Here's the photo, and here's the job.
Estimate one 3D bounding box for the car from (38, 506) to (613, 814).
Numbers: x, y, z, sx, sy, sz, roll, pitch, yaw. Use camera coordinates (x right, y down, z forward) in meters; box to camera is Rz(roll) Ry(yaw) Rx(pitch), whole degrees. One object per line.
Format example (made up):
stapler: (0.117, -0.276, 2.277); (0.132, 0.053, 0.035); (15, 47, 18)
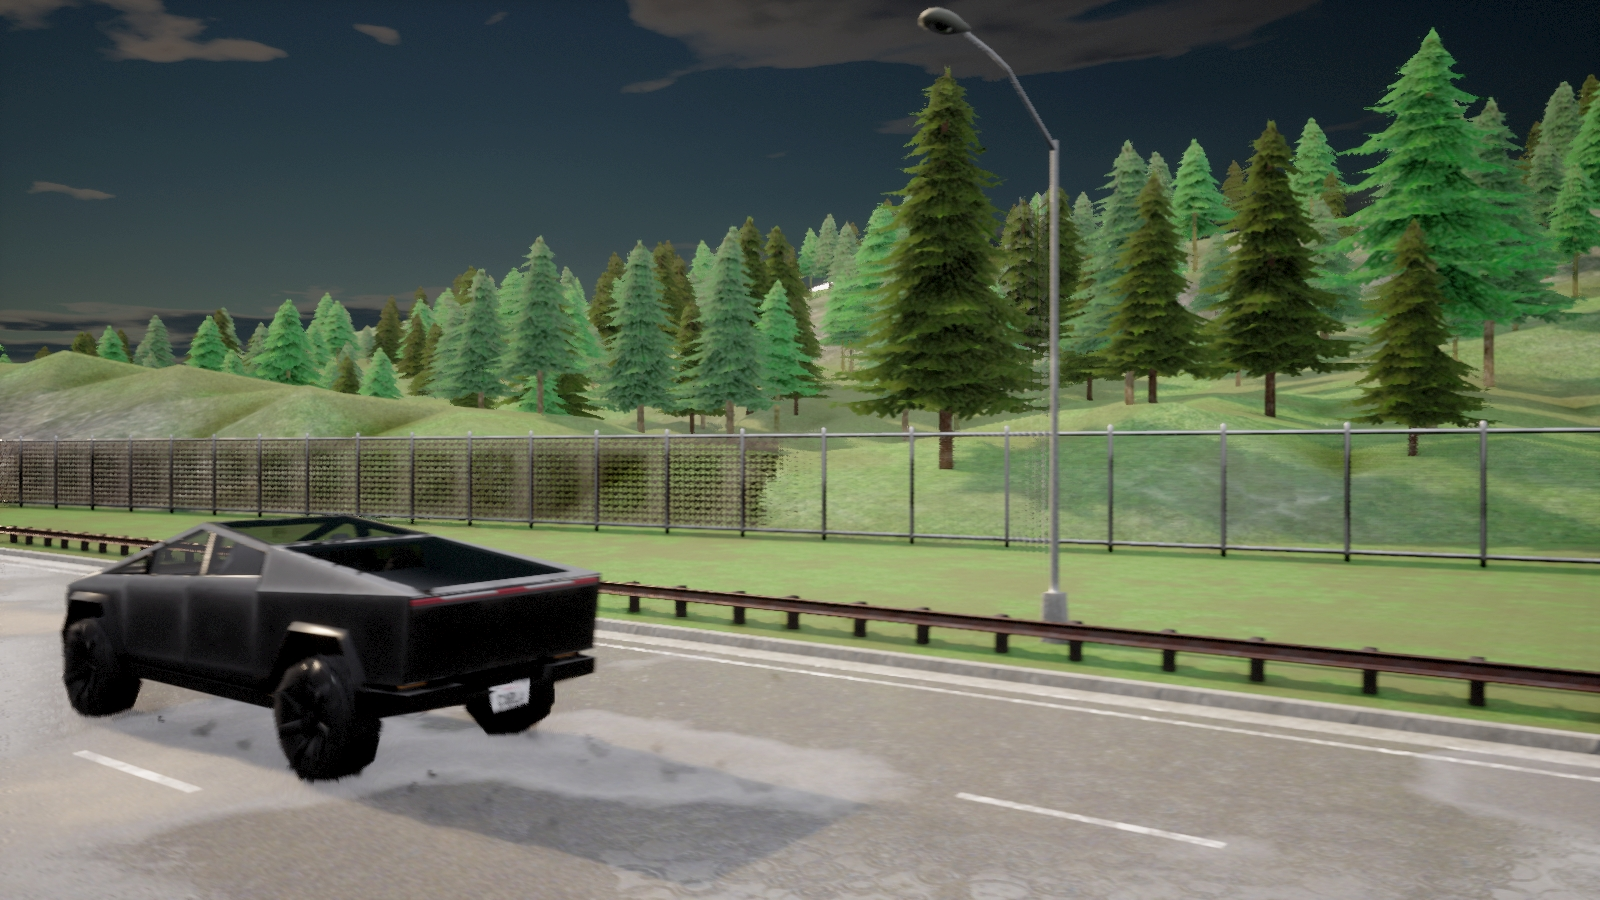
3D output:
car: (-5.014, 1.754, 11.577); (6.274, 2.098, 2.390); (0, 0, 35)
